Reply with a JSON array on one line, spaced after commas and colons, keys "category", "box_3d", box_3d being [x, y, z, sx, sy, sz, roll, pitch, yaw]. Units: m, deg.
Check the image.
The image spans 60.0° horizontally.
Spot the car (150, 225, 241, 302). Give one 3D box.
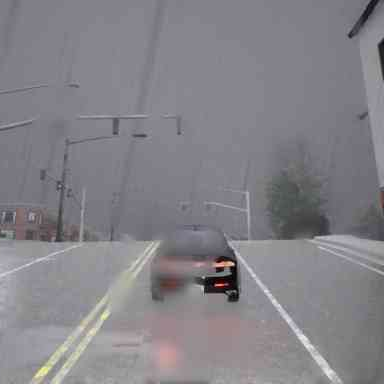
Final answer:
[{"category": "car", "box_3d": [0.089, 1.595, 8.524, 2.128, 1.511, 4.902, 0, -1, 0]}]
